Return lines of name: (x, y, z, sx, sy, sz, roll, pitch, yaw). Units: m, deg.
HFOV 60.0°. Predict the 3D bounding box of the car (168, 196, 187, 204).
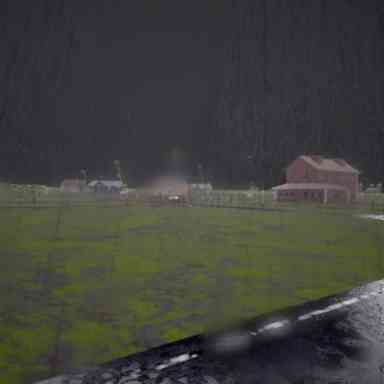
car: (-2.830, 1.484, 60.737, 1.812, 1.442, 4.674, 1, 0, -35)
